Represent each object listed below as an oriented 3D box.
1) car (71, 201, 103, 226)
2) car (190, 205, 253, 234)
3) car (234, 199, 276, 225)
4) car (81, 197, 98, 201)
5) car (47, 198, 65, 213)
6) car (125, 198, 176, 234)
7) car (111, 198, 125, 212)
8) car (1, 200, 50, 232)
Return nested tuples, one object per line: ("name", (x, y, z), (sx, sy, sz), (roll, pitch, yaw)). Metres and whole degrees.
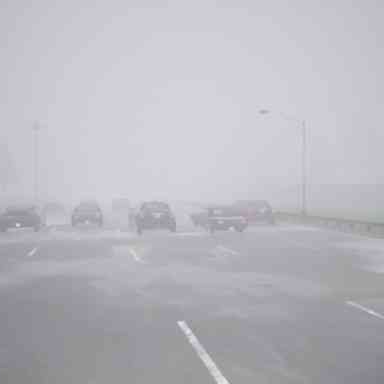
("car", (-7.039, 1.519, 22.418), (1.895, 1.301, 4.718), (0, 0, -17))
("car", (1.357, 1.532, 18.845), (1.895, 1.301, 4.718), (0, 0, -17))
("car", (3.800, 1.268, 22.844), (2.097, 1.767, 4.553), (0, 0, -17))
("car", (-11.463, 1.344, 36.879), (1.882, 1.535, 5.008), (0, 0, -17))
("car", (-14.591, 1.398, 35.117), (1.812, 1.442, 4.674), (0, 0, -17))
("car", (-2.385, 1.282, 19.126), (2.097, 1.767, 4.553), (0, 0, -17))
("car", (-7.971, 1.411, 37.437), (2.033, 1.411, 5.357), (0, 0, -17))
("car", (-9.788, 1.434, 19.595), (1.837, 1.490, 4.892), (0, 0, -18))
